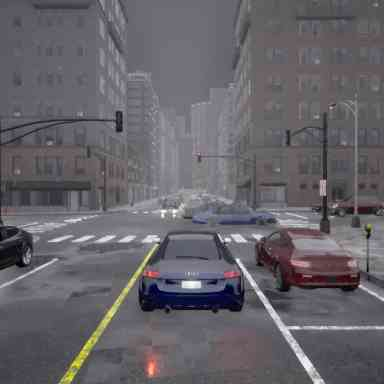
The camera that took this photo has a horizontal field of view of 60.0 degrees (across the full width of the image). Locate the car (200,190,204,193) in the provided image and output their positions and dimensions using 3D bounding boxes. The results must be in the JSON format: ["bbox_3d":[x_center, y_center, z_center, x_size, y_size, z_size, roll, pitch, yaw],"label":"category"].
[{"bbox_3d":[3.728,0.939,86.033,2.150,2.045,5.566,0,0,0],"label":"car"}]

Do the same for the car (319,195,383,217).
[{"bbox_3d":[13.551,1.125,27.894,4.553,1.767,2.097,-1,0,0],"label":"car"}]

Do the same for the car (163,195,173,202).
[{"bbox_3d":[-5.246,1.358,73.697,2.008,1.369,4.403,0,0,0],"label":"car"}]

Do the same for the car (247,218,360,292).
[{"bbox_3d":[2.760,1.580,8.646,1.802,1.307,4.206,0,0,0],"label":"car"}]

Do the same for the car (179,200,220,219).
[{"bbox_3d":[1.939,1.512,24.485,5.357,1.411,2.033,0,0,0],"label":"car"}]

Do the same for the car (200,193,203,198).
[{"bbox_3d":[3.279,1.390,73.620,1.802,1.307,4.206,0,0,0],"label":"car"}]

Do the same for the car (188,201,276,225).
[{"bbox_3d":[2.601,1.512,21.233,5.357,1.411,2.033,-1,0,0],"label":"car"}]

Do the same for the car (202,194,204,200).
[{"bbox_3d":[3.132,1.437,56.958,1.887,1.381,4.507,0,0,0],"label":"car"}]

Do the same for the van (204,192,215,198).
[{"bbox_3d":[3.084,1.251,51.406,1.690,1.788,3.998,0,0,0],"label":"van"}]

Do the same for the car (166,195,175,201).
[{"bbox_3d":[-5.198,1.350,79.249,1.802,1.307,4.206,0,0,0],"label":"car"}]

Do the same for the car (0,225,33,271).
[{"bbox_3d":[-5.766,1.564,8.648,1.947,1.339,4.313,0,0,0],"label":"car"}]

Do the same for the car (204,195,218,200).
[{"bbox_3d":[3.037,1.508,45.855,1.802,1.307,4.206,0,0,0],"label":"car"}]

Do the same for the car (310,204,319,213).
[{"bbox_3d":[13.660,1.356,31.144,4.718,1.301,1.895,-1,0,0],"label":"car"}]

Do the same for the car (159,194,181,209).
[{"bbox_3d":[-2.836,1.437,43.830,1.837,1.490,4.892,0,0,2],"label":"car"}]

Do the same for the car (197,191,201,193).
[{"bbox_3d":[0.606,1.089,84.294,2.128,1.511,4.902,0,0,0],"label":"car"}]

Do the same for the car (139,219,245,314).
[{"bbox_3d":[0.003,1.563,7.725,1.994,1.385,4.181,0,0,0],"label":"car"}]

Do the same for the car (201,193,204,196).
[{"bbox_3d":[3.231,1.426,68.064,1.802,1.307,4.206,0,0,0],"label":"car"}]

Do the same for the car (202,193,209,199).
[{"bbox_3d":[3.821,1.146,93.004,1.882,1.535,5.008,0,0,0],"label":"car"}]

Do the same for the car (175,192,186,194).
[{"bbox_3d":[-2.617,1.355,64.124,2.128,1.511,4.902,0,0,1],"label":"car"}]

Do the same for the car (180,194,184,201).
[{"bbox_3d":[-2.749,1.428,53.735,1.812,1.442,4.674,0,0,0],"label":"car"}]

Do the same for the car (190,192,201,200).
[{"bbox_3d":[0.520,1.320,74.294,1.812,1.442,4.674,0,0,0],"label":"car"}]
